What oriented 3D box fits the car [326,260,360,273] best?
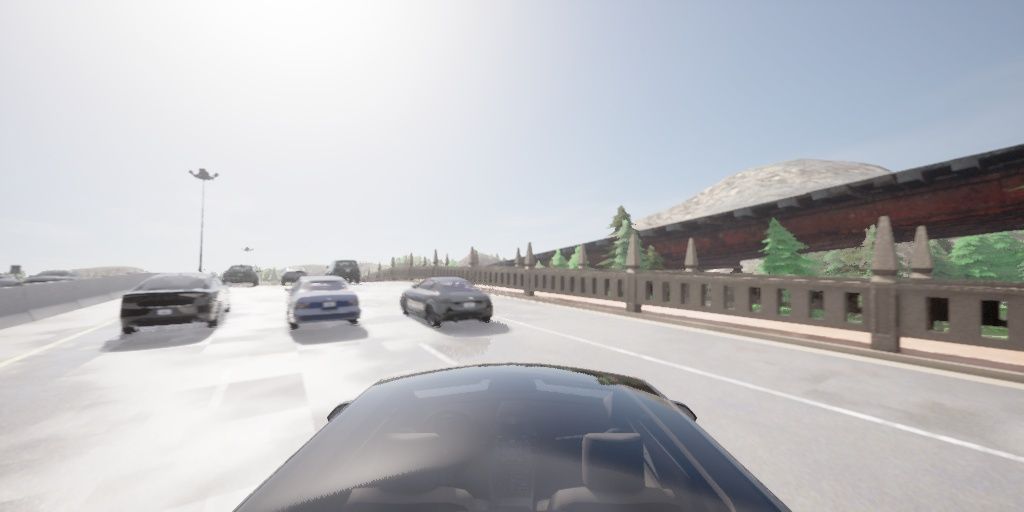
[{"bbox_3d":[-14.648,1.390,31.005,2.150,2.045,5.566,1,-3,-33],"label":"car"}]

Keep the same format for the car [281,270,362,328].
[{"bbox_3d":[-6.227,1.345,11.659,2.033,1.411,5.357,1,-1,-33],"label":"car"}]

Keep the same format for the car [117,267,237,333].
[{"bbox_3d":[-9.942,1.243,10.954,1.882,1.535,5.008,1,-1,-33],"label":"car"}]

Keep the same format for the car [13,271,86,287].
[{"bbox_3d":[-31.982,1.758,25.273,1.837,1.490,4.892,1,-5,-33],"label":"car"}]

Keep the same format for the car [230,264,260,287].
[{"bbox_3d":[-21.061,1.497,28.046,2.097,1.767,4.553,1,-3,-33],"label":"car"}]

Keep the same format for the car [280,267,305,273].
[{"bbox_3d":[-18.209,1.684,30.077,2.128,1.511,4.902,1,-3,-33],"label":"car"}]

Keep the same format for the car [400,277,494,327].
[{"bbox_3d":[-2.320,1.393,12.070,1.994,1.385,4.181,1,-1,-33],"label":"car"}]

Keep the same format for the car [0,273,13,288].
[{"bbox_3d":[-35.303,1.829,23.963,1.994,1.385,4.181,1,-5,-33],"label":"car"}]
